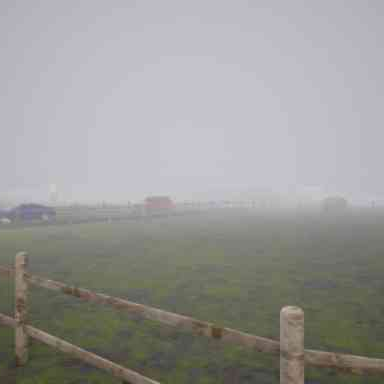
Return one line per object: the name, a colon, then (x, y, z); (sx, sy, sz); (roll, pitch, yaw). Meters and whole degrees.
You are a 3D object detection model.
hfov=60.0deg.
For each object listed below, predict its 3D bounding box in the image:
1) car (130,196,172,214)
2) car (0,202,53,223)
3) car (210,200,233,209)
car: (-4.605, 1.475, 38.453); (2.150, 2.045, 5.566); (0, -1, 36)
car: (-13.528, 1.597, 26.209); (1.882, 1.535, 5.008); (0, 0, 36)
car: (4.664, 1.926, 51.095); (1.812, 1.442, 4.674); (0, -1, 37)
